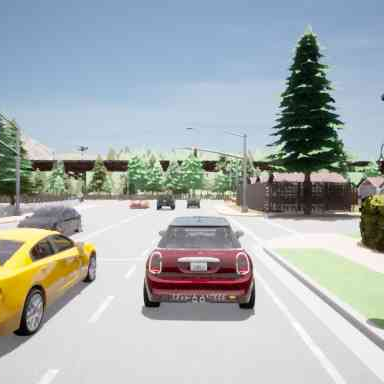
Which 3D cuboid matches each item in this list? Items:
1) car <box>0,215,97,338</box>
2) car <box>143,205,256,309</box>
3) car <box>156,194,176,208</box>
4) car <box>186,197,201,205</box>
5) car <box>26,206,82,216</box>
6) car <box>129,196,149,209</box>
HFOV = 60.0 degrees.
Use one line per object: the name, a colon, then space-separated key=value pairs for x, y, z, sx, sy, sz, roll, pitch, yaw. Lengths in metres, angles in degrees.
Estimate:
car: x=-3.406 y=1.478 z=6.693 sx=1.882 sy=1.535 sz=5.008 roll=0 pitch=0 yaw=0
car: x=0.210 y=1.352 z=8.066 sx=2.097 sy=1.767 sz=4.553 roll=0 pitch=0 yaw=2
car: x=-3.315 y=1.222 z=43.031 sx=2.150 sy=2.045 sz=5.566 roll=0 pitch=0 yaw=0
car: x=0.208 y=1.505 z=47.102 sx=1.837 sy=1.490 sz=4.892 roll=0 pitch=0 yaw=1
car: x=-7.068 y=1.505 z=16.935 sx=1.837 sy=1.490 sz=4.892 roll=0 pitch=0 yaw=0
car: x=-6.971 y=1.351 z=44.169 sx=2.097 sy=1.767 sz=4.553 roll=0 pitch=0 yaw=0
